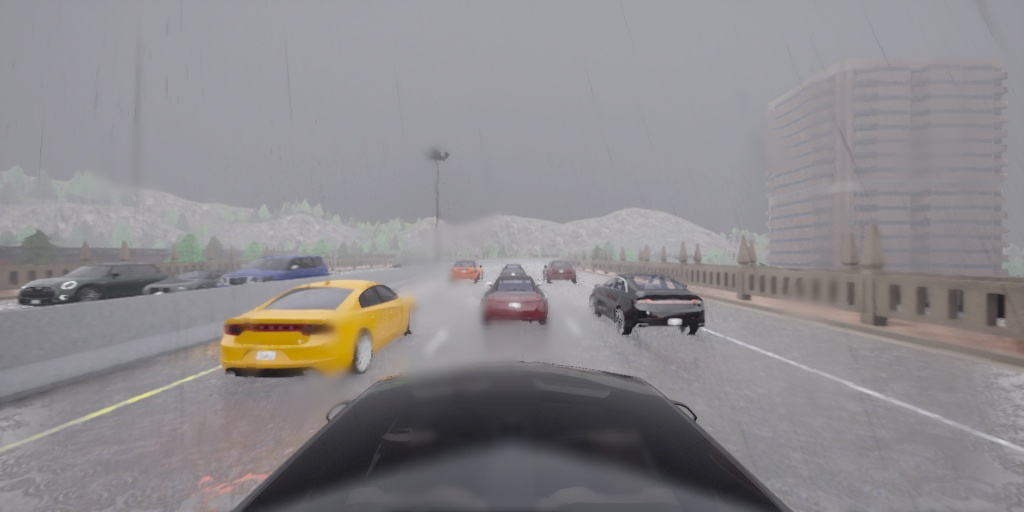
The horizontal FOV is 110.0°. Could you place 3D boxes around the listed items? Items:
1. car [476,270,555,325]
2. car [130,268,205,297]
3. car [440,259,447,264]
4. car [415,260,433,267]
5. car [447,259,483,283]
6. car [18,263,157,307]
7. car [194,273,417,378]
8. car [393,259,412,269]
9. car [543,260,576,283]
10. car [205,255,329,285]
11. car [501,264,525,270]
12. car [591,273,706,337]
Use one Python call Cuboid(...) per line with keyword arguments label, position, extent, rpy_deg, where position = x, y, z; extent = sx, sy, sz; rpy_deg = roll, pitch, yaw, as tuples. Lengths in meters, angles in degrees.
Cuboid(label="car", position=(0.096, 1.317, 11.793), extent=(1.994, 1.385, 4.181), rpy_deg=(0, 0, 0))
Cuboid(label="car", position=(-14.104, 1.317, 16.339), extent=(1.994, 1.385, 4.181), rpy_deg=(0, 0, 0))
Cuboid(label="car", position=(-10.534, 1.268, 58.208), extent=(1.837, 1.490, 4.892), rpy_deg=(0, 0, 1))
Cuboid(label="car", position=(-14.044, 1.327, 57.427), extent=(1.994, 1.385, 4.181), rpy_deg=(0, 0, 1))
Cuboid(label="car", position=(-3.411, 1.109, 27.827), extent=(2.097, 1.767, 4.553), rpy_deg=(0, 0, 0))
Cuboid(label="car", position=(-17.605, 1.104, 15.492), extent=(2.097, 1.767, 4.553), rpy_deg=(0, 0, 0))
Cuboid(label="car", position=(-3.403, 1.229, 7.446), extent=(1.882, 1.535, 5.008), rpy_deg=(0, 0, 0))
Cuboid(label="car", position=(-17.544, 1.268, 57.645), extent=(1.837, 1.490, 4.892), rpy_deg=(0, 0, 1))
Cuboid(label="car", position=(3.589, 1.109, 27.726), extent=(2.097, 1.767, 4.553), rpy_deg=(0, 0, 0))
Cuboid(label="car", position=(-10.604, 0.973, 16.539), extent=(2.150, 2.045, 5.566), rpy_deg=(0, 0, 0))
Cuboid(label="car", position=(0.091, 1.321, 28.697), extent=(1.994, 1.385, 4.181), rpy_deg=(0, 0, 0))
Cuboid(label="car", position=(3.597, 1.244, 10.339), extent=(2.128, 1.511, 4.902), rpy_deg=(0, 0, 0))
